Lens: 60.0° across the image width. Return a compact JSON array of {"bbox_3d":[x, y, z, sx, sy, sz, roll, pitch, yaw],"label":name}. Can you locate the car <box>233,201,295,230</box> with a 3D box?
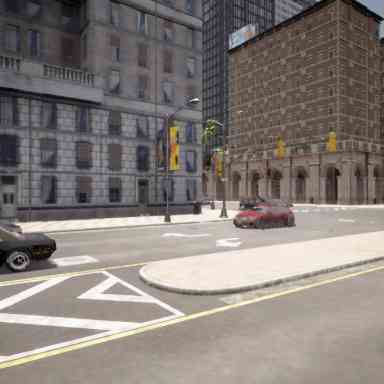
[{"bbox_3d":[4.707,1.526,21.220,4.674,1.442,1.812,0,0,-37],"label":"car"}]

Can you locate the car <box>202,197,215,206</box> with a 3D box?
[{"bbox_3d":[1.819,1.491,54.758,2.128,1.511,4.902,0,0,-35],"label":"car"}]

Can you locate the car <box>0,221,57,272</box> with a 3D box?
[{"bbox_3d":[-6.442,1.601,9.248,4.718,1.301,1.895,0,0,-35],"label":"car"}]

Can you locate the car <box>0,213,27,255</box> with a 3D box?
[{"bbox_3d":[-8.471,1.564,12.100,4.181,1.385,1.994,0,0,-35],"label":"car"}]

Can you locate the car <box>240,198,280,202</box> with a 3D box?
[{"bbox_3d":[7.784,1.505,40.135,1.837,1.490,4.892,0,0,-35],"label":"car"}]
